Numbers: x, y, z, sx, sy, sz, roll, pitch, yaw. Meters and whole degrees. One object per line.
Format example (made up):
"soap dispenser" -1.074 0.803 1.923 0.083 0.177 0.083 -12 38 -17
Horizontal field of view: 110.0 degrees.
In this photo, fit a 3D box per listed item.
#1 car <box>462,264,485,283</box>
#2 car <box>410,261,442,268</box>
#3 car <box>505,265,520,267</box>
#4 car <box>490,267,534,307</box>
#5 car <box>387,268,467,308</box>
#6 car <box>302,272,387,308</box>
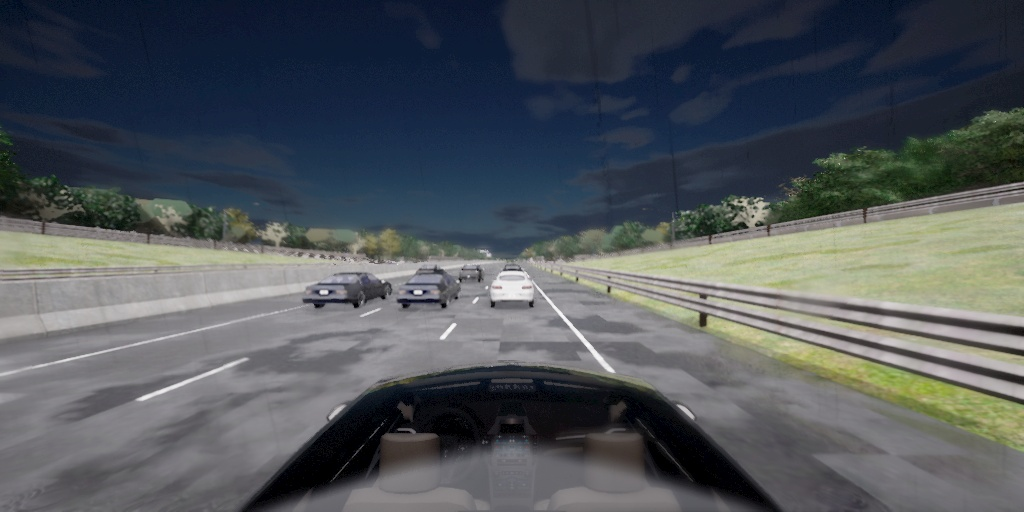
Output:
"car" -3.448 1.467 31.131 2.128 1.511 4.902 0 0 0
"car" -6.948 1.468 31.146 2.128 1.511 4.902 0 0 0
"car" 0.052 1.482 31.112 1.837 1.490 4.892 0 0 0
"car" 0.012 1.394 16.228 1.812 1.442 4.674 0 0 0
"car" -3.492 1.413 15.851 2.033 1.411 5.357 0 0 0
"car" -6.992 1.413 15.854 2.033 1.411 5.357 0 0 0
